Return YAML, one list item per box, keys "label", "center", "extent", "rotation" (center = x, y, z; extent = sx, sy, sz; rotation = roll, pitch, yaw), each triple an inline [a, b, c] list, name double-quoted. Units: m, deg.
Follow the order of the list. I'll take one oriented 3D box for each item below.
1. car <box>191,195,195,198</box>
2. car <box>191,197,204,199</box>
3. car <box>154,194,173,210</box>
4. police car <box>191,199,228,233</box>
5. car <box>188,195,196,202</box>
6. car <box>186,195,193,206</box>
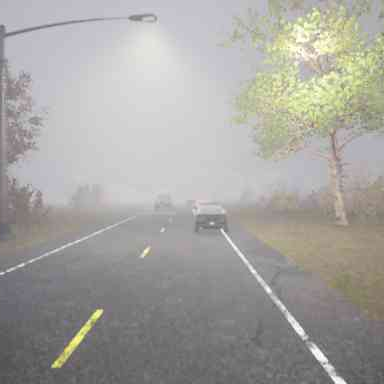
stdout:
- label: "car"
  center: [1.058, 1.484, 36.210]
  extent: [1.801, 1.575, 5.366]
  rotation: [0, 0, 0]
- label: "car"
  center: [1.057, 1.502, 30.018]
  extent: [1.882, 1.535, 5.008]
  rotation: [0, 0, 0]
- label: "car"
  center: [-3.577, 1.255, 42.859]
  extent: [2.150, 2.045, 5.566]
  rotation: [0, 0, 0]
- label: "police car"
  center: [1.055, 1.442, 20.127]
  extent: [1.930, 1.638, 5.238]
  rotation: [0, 0, 0]
- label: "car"
  center: [0.018, 1.410, 74.230]
  extent: [1.837, 1.490, 4.892]
  rotation: [0, 0, 0]
- label: "car"
  center: [0.014, 1.567, 55.042]
  extent: [1.812, 1.442, 4.674]
  rotation: [0, 0, 0]
